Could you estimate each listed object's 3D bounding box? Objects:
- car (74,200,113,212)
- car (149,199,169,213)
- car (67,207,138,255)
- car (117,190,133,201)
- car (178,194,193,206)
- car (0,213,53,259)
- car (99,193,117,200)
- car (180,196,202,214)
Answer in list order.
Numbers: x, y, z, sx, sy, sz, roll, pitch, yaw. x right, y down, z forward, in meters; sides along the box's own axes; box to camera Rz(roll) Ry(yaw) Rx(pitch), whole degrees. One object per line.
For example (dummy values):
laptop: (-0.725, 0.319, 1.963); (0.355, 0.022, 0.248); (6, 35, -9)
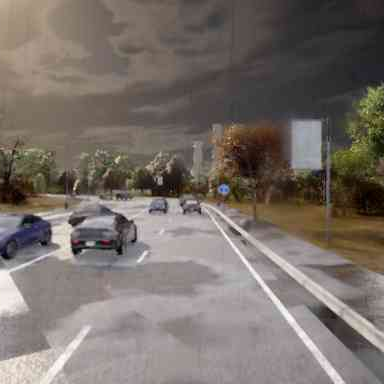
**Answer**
car: (-6.994, 1.563, 23.505); (2.033, 1.411, 5.357); (0, 0, 0)
car: (-3.473, 1.442, 35.317); (2.033, 1.411, 5.357); (0, 1, -1)
car: (-3.410, 1.570, 13.460); (1.812, 1.442, 4.674); (0, 0, 0)
car: (-13.402, 0.626, 65.430); (2.150, 2.045, 5.566); (0, 1, -27)
car: (-0.731, 1.077, 46.095); (2.097, 1.767, 4.553); (0, 1, -7)
car: (-7.035, 1.570, 12.924); (1.812, 1.442, 4.674); (0, 0, 1)
car: (-16.542, 0.872, 63.881); (2.128, 1.511, 4.902); (0, 1, -27)
car: (-0.010, 1.443, 33.617); (1.812, 1.442, 4.674); (0, 1, 0)
